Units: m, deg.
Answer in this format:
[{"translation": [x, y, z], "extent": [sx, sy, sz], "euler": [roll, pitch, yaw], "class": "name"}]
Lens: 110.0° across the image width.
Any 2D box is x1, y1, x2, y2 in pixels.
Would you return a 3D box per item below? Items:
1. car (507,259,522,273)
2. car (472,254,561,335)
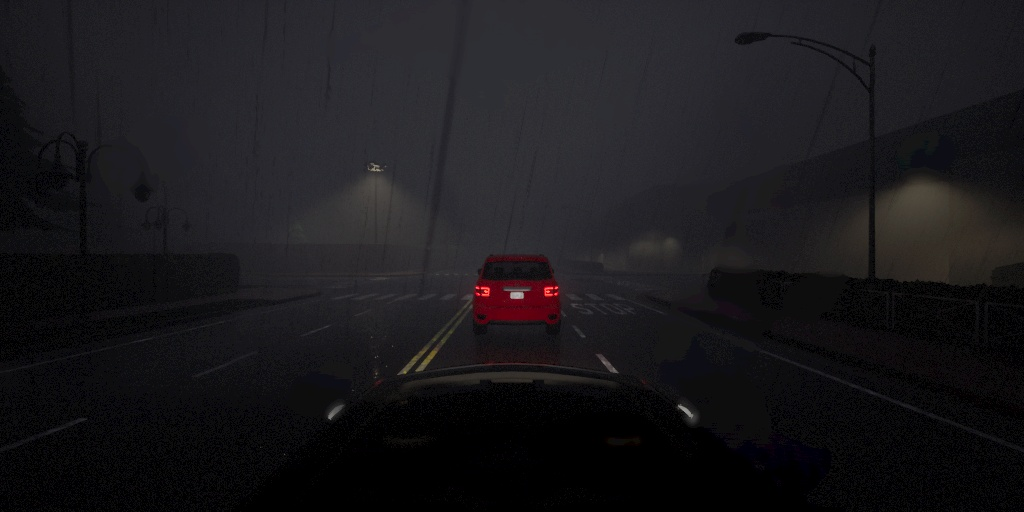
[{"translation": [0.340, 1.227, 45.516], "extent": [1.882, 1.535, 5.008], "euler": [0, 0, 1], "class": "car"}, {"translation": [0.118, 0.971, 10.658], "extent": [2.150, 2.045, 5.566], "euler": [0, 0, 0], "class": "car"}]
